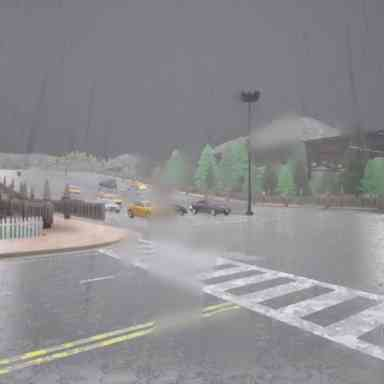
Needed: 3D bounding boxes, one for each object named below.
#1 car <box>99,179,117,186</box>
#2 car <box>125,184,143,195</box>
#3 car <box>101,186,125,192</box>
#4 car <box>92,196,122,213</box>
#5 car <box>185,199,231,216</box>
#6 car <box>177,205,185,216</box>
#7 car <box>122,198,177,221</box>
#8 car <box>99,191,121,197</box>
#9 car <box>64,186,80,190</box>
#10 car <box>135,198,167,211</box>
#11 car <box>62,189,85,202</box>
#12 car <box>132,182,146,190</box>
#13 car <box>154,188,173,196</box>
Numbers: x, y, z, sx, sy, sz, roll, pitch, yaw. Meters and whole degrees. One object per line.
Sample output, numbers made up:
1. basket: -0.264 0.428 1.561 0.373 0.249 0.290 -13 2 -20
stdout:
1. car: -17.685 -1.707 69.964 2.150 2.045 5.566 0 7 -37
2. car: -11.565 -0.064 61.939 1.895 1.301 4.718 0 7 -37
3. car: -12.734 0.468 51.542 2.097 1.767 4.553 0 5 -37
4. car: -9.291 1.456 35.354 1.812 1.442 4.674 0 1 -37
5. car: 1.751 1.497 32.358 1.837 1.490 4.892 0 0 -37
6. car: -2.625 1.538 32.334 2.033 1.411 5.357 0 0 -37
7. car: -3.667 1.474 27.915 1.882 1.535 5.008 0 0 -37
8. car: -10.605 1.155 42.867 1.882 1.535 5.008 0 3 -37
9. car: -19.771 -0.130 55.153 1.882 1.535 5.008 0 6 -36
10. car: -5.208 1.462 41.529 1.895 1.301 4.718 0 2 -37
11. car: -15.587 0.943 43.670 1.882 1.535 5.008 0 4 -37
12. car: -11.987 -1.426 73.993 1.882 1.535 5.008 0 7 -37
13. car: -5.722 -0.127 65.818 2.128 1.511 4.902 0 7 -37
